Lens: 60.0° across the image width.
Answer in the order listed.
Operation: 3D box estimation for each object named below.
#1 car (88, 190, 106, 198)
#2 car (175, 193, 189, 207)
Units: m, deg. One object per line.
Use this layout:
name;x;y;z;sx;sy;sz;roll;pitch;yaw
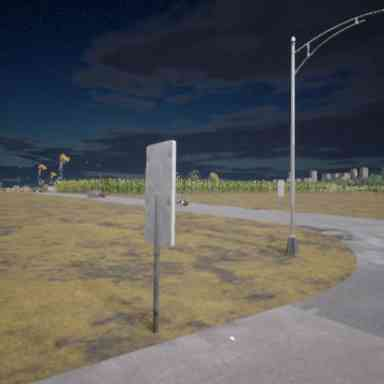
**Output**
car;-15.628;0.304;54.789;1.994;1.385;4.181;1;0;-35
car;-2.102;0.818;35.332;1.994;1.385;4.181;1;1;-35
